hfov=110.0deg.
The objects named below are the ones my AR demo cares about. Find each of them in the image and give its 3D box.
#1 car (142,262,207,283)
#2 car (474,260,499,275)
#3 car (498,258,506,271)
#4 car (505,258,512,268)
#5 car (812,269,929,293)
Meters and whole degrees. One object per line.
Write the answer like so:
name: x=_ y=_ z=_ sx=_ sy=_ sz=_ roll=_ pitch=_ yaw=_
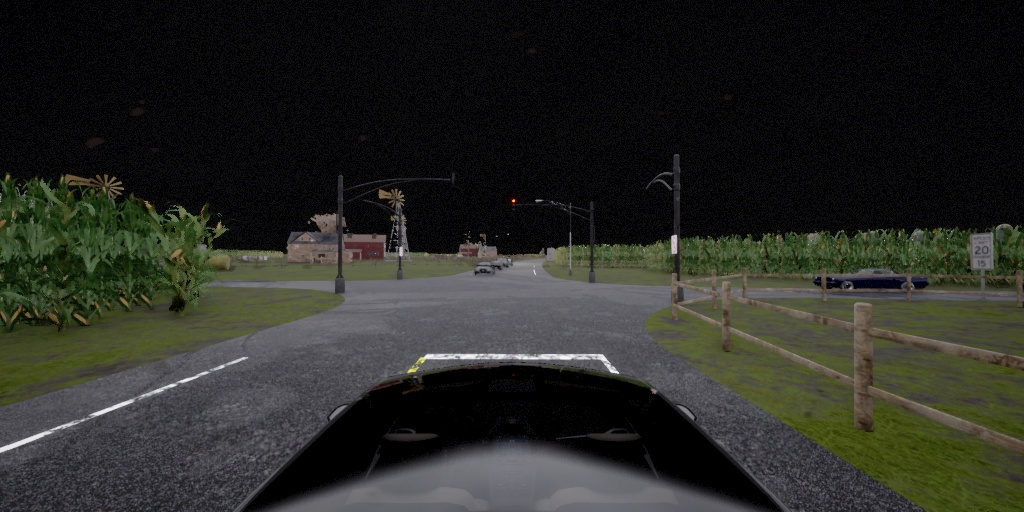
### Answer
car: x=-24.174 y=1.195 z=25.354 sx=4.902 sy=1.511 sz=2.128 roll=0 pitch=-1 yaw=10
car: x=-2.827 y=1.311 z=37.898 sx=1.994 sy=1.385 sz=4.181 roll=0 pitch=0 yaw=2
car: x=-2.294 y=1.343 z=49.442 sx=1.895 sy=1.301 sz=4.718 roll=0 pitch=0 yaw=3
car: x=-1.634 y=1.085 z=60.473 sx=2.097 sy=1.767 sz=4.553 roll=0 pitch=0 yaw=4
car: x=20.394 y=1.401 z=20.634 sx=4.718 sy=1.301 sz=1.895 roll=0 pitch=-1 yaw=9
